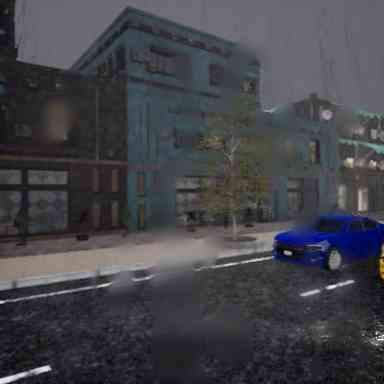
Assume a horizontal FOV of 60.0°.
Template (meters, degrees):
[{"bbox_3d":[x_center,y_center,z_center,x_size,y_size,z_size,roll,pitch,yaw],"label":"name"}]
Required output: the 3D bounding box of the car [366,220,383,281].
[{"bbox_3d":[6.720,1.505,8.477,5.008,1.535,1.882,0,0,-35],"label":"car"}]

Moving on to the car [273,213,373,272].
[{"bbox_3d":[4.820,1.505,11.114,5.008,1.535,1.882,0,0,-35],"label":"car"}]
